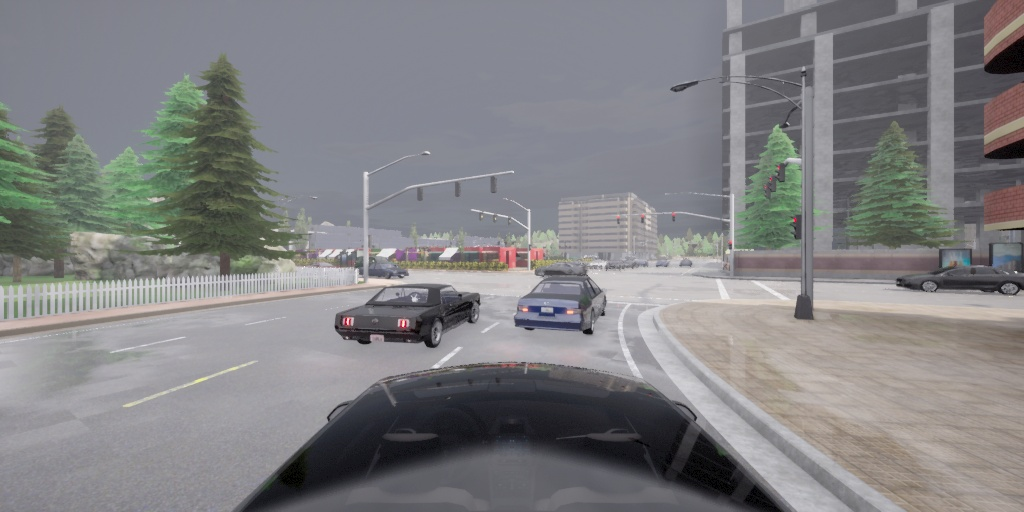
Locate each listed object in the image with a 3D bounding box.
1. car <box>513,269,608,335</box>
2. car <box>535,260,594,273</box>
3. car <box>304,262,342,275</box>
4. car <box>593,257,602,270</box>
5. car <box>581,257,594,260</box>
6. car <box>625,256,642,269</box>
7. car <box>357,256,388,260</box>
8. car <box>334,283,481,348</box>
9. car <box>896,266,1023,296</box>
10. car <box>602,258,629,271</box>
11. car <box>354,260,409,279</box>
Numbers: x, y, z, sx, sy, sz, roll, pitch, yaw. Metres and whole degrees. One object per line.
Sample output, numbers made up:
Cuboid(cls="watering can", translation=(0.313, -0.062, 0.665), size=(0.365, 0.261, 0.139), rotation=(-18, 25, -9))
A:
Cuboid(cls="car", translation=(1.679, 1.297, 10.673), size=(2.033, 1.411, 5.357), rotation=(0, 0, 20))
Cuboid(cls="car", translation=(4.367, 1.286, 32.065), size=(4.902, 1.511, 2.128), rotation=(0, 0, 30))
Cuboid(cls="car", translation=(-20.056, 1.331, 37.922), size=(4.674, 1.442, 1.812), rotation=(0, 0, 30))
Cuboid(cls="car", translation=(13.104, 1.276, 54.366), size=(1.812, 1.442, 4.674), rotation=(0, 0, 30))
Cuboid(cls="car", translation=(8.528, 1.241, 46.358), size=(2.128, 1.511, 4.902), rotation=(0, 0, 30))
Cuboid(cls="car", translation=(18.705, 1.241, 57.086), size=(2.128, 1.511, 4.902), rotation=(0, 0, 30))
Cuboid(cls="car", translation=(-14.661, 1.027, 38.837), size=(5.566, 2.045, 2.150), rotation=(0, 0, 30))
Cuboid(cls="car", translation=(-2.256, 1.351, 9.317), size=(1.895, 1.301, 4.718), rotation=(0, 0, 11))
Cuboid(cls="car", translation=(25.038, 1.308, 20.061), size=(4.892, 1.490, 1.837), rotation=(-1, 0, 30))
Cuboid(cls="car", translation=(14.274, 1.314, 49.342), size=(1.994, 1.385, 4.181), rotation=(0, 0, 30))
Cuboid(cls="car", translation=(-12.023, 1.353, 33.242), size=(5.357, 1.411, 2.033), rotation=(0, 0, 31))
